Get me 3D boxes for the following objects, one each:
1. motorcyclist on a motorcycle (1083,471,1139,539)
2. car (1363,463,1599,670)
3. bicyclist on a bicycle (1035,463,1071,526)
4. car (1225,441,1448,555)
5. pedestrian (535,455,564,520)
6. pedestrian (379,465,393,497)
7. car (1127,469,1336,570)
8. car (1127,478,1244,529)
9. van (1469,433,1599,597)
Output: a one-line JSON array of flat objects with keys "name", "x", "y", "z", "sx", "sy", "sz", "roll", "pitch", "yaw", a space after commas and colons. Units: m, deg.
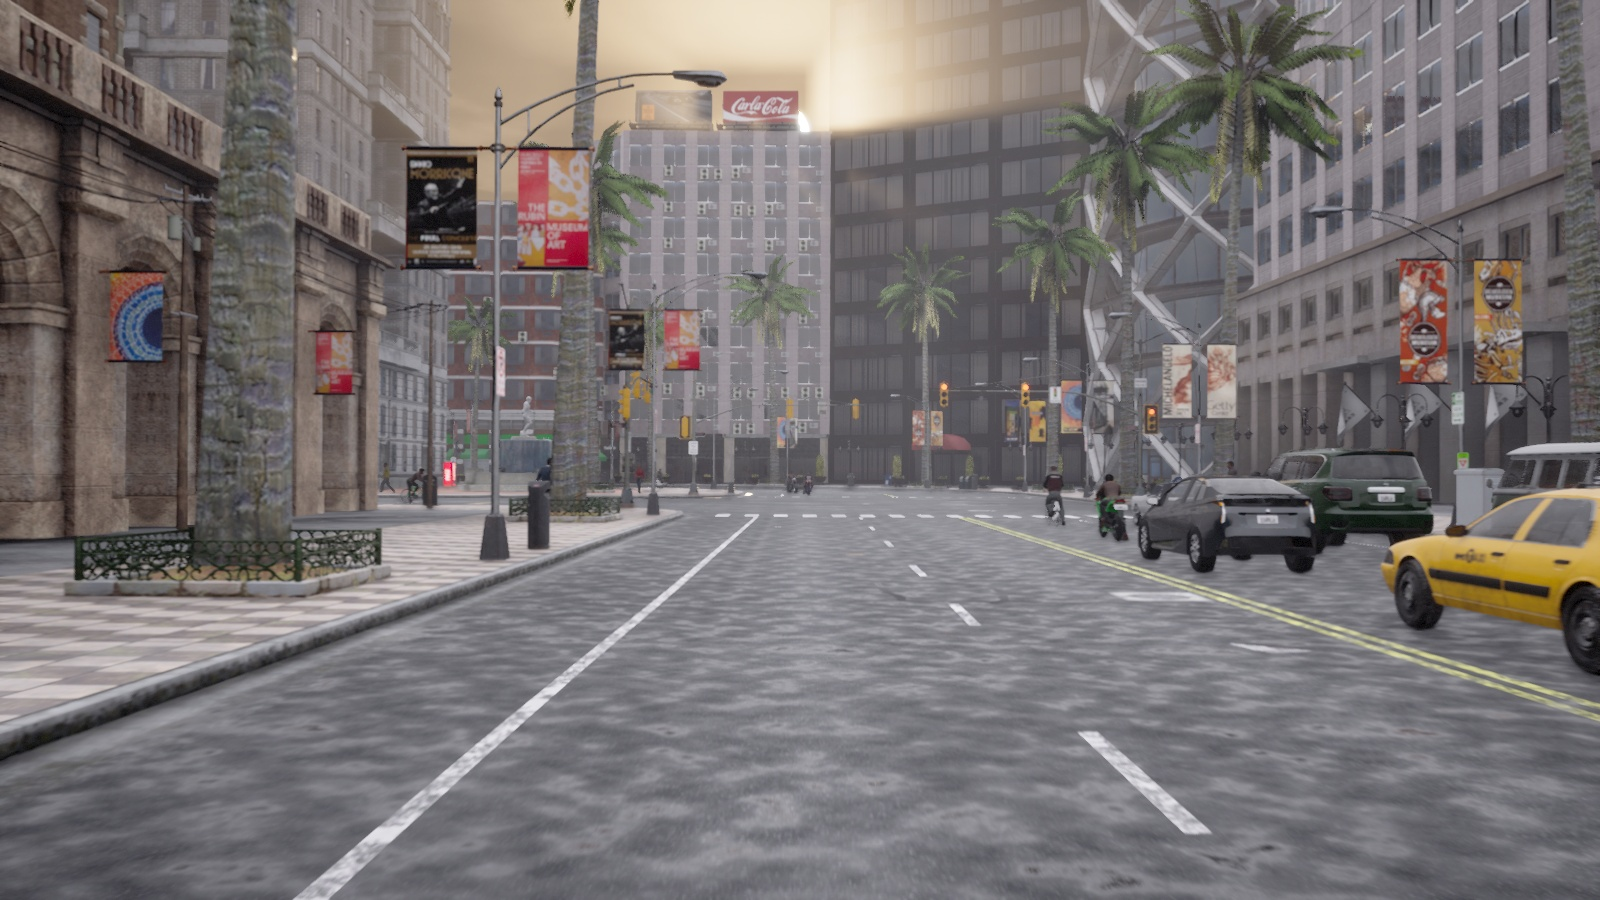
[{"name": "motorcyclist on a motorcycle", "x": 7.191, "y": 1.256, "z": 29.136, "sx": 0.797, "sy": 1.523, "sz": 2.044, "roll": 0, "pitch": -1, "yaw": 0}, {"name": "car", "x": 7.022, "y": 0.910, "z": 10.990, "sx": 1.801, "sy": 1.575, "sz": 5.366, "roll": 0, "pitch": -1, "yaw": 1}, {"name": "bicyclist on a bicycle", "x": 7.251, "y": 1.260, "z": 36.097, "sx": 0.659, "sy": 1.776, "sz": 1.843, "roll": 0, "pitch": -1, "yaw": 0}, {"name": "car", "x": 10.666, "y": 0.919, "z": 25.557, "sx": 2.150, "sy": 2.045, "sz": 5.566, "roll": 0, "pitch": -1, "yaw": 0}, {"name": "pedestrian", "x": -7.583, "y": 1.138, "z": 38.021, "sx": 0.423, "sy": 1.949, "sz": 0.788, "roll": -1, "pitch": -1, "yaw": 30}, {"name": "pedestrian", "x": -23.956, "y": 1.784, "z": 72.712, "sx": 0.709, "sy": 1.840, "sz": 0.431, "roll": 0, "pitch": -1, "yaw": -9}, {"name": "car", "x": 7.127, "y": 1.089, "z": 21.275, "sx": 2.007, "sy": 1.525, "sz": 4.514, "roll": 0, "pitch": -1, "yaw": 0}, {"name": "car", "x": 10.730, "y": 1.463, "z": 35.315, "sx": 1.895, "sy": 1.301, "sz": 4.718, "roll": 0, "pitch": -1, "yaw": 1}, {"name": "van", "x": 10.579, "y": 0.793, "z": 15.983, "sx": 1.775, "sy": 1.987, "sz": 4.442, "roll": 0, "pitch": -1, "yaw": 1}]
